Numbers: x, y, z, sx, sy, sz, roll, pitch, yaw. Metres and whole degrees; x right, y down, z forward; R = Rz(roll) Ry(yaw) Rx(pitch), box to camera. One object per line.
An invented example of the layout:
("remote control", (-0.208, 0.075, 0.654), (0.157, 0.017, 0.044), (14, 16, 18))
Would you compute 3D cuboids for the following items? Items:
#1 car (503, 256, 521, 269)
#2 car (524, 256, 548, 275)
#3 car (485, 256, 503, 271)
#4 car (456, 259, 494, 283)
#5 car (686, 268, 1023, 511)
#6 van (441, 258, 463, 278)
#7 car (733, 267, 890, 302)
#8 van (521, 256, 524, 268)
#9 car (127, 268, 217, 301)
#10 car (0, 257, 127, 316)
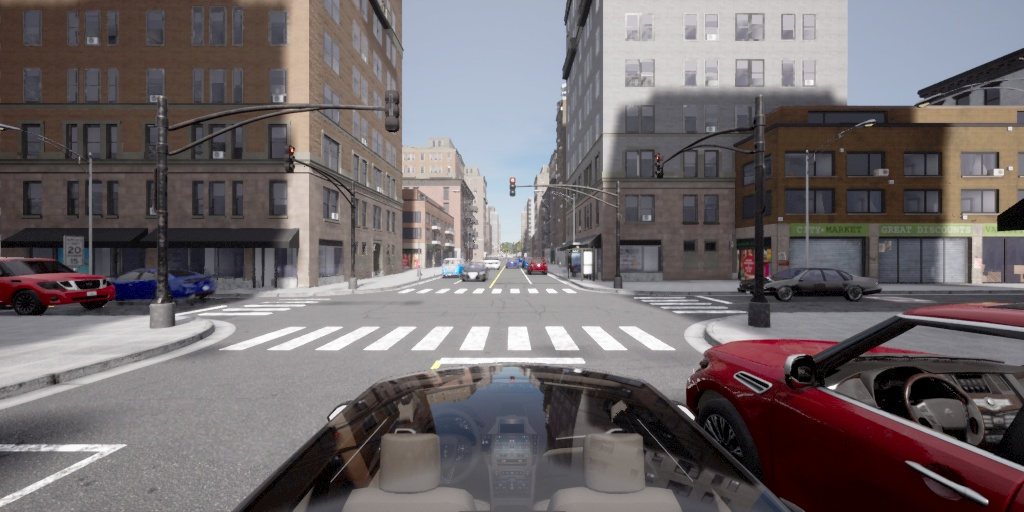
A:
("car", (0.048, 1.094, 57.998), (2.097, 1.767, 4.553), (0, 0, 1))
("car", (2.704, 1.060, 38.660), (2.192, 1.841, 5.009), (0, 0, 0))
("car", (-2.836, 0.964, 50.687), (2.150, 2.045, 5.566), (0, 0, 0))
("car", (-2.850, 1.238, 28.461), (2.128, 1.511, 4.902), (0, 0, 0))
("car", (2.637, 1.065, 1.289), (2.192, 1.841, 5.009), (0, 0, 0))
("van", (-5.408, 1.087, 33.253), (1.690, 1.789, 3.998), (0, 0, 0))
("car", (13.289, 1.232, 16.162), (5.357, 1.411, 2.033), (0, 0, 0))
("van", (2.689, 1.084, 54.879), (1.690, 1.789, 3.998), (0, 0, 0))
("car", (-16.118, 1.288, 16.006), (5.008, 1.535, 1.882), (0, 0, 0))
("car", (-18.199, 1.044, 13.163), (5.566, 2.045, 2.150), (0, 0, 0))
